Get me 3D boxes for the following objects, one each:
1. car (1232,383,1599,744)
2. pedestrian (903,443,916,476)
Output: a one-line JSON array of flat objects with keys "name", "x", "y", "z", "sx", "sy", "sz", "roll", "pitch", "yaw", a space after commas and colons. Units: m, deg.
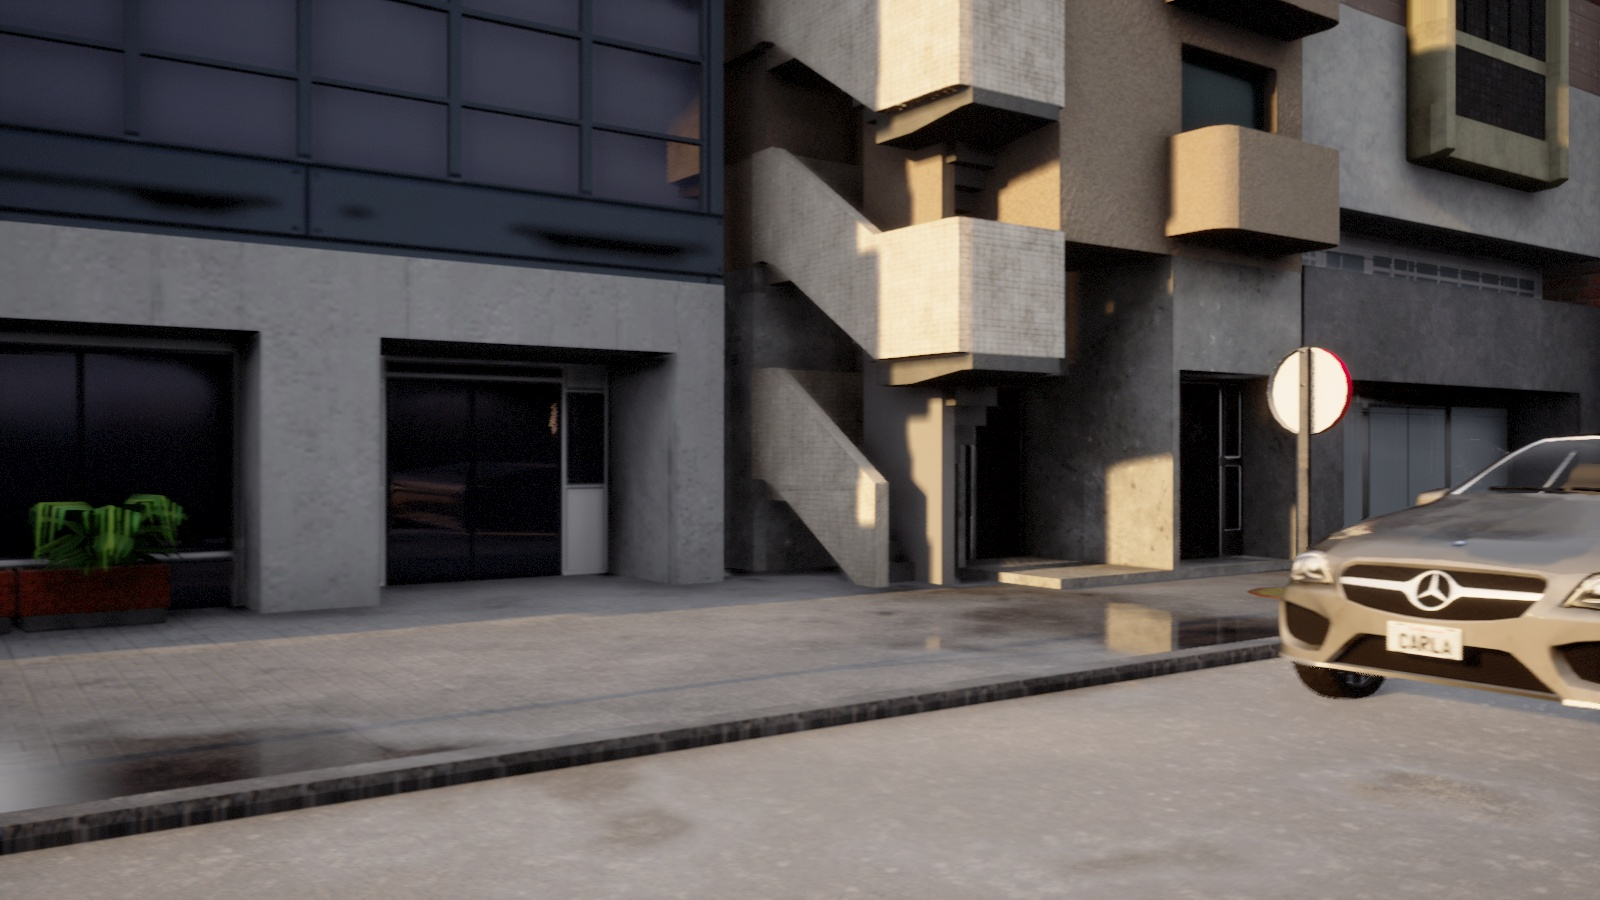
[{"name": "car", "x": 5.207, "y": 0.516, "z": 7.894, "sx": 5.027, "sy": 1.651, "sz": 2.152, "roll": 0, "pitch": 0, "yaw": -35}, {"name": "pedestrian", "x": 6.226, "y": 0.535, "z": 71.671, "sx": 0.402, "sy": 1.842, "sz": 0.726, "roll": 0, "pitch": 0, "yaw": -28}]
